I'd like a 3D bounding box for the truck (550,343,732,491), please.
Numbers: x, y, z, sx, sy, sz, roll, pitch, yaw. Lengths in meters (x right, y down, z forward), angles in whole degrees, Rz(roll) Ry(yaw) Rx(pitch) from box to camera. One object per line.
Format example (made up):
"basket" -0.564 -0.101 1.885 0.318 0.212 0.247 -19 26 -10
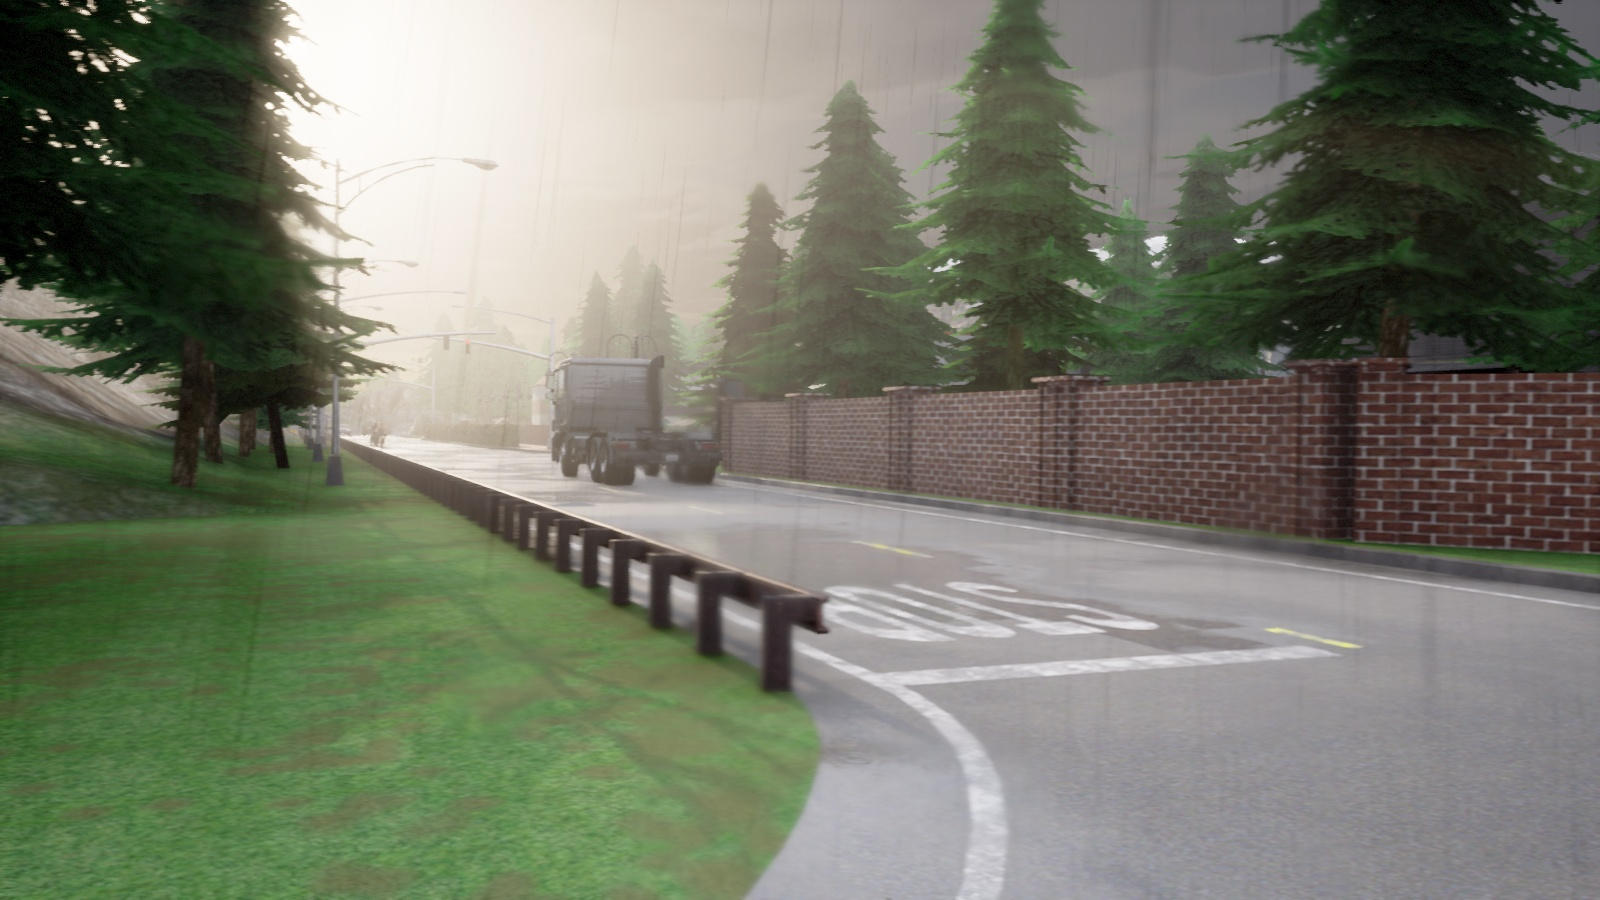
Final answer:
"truck" -4.480 -0.827 33.515 2.891 3.462 7.936 -1 1 -22
